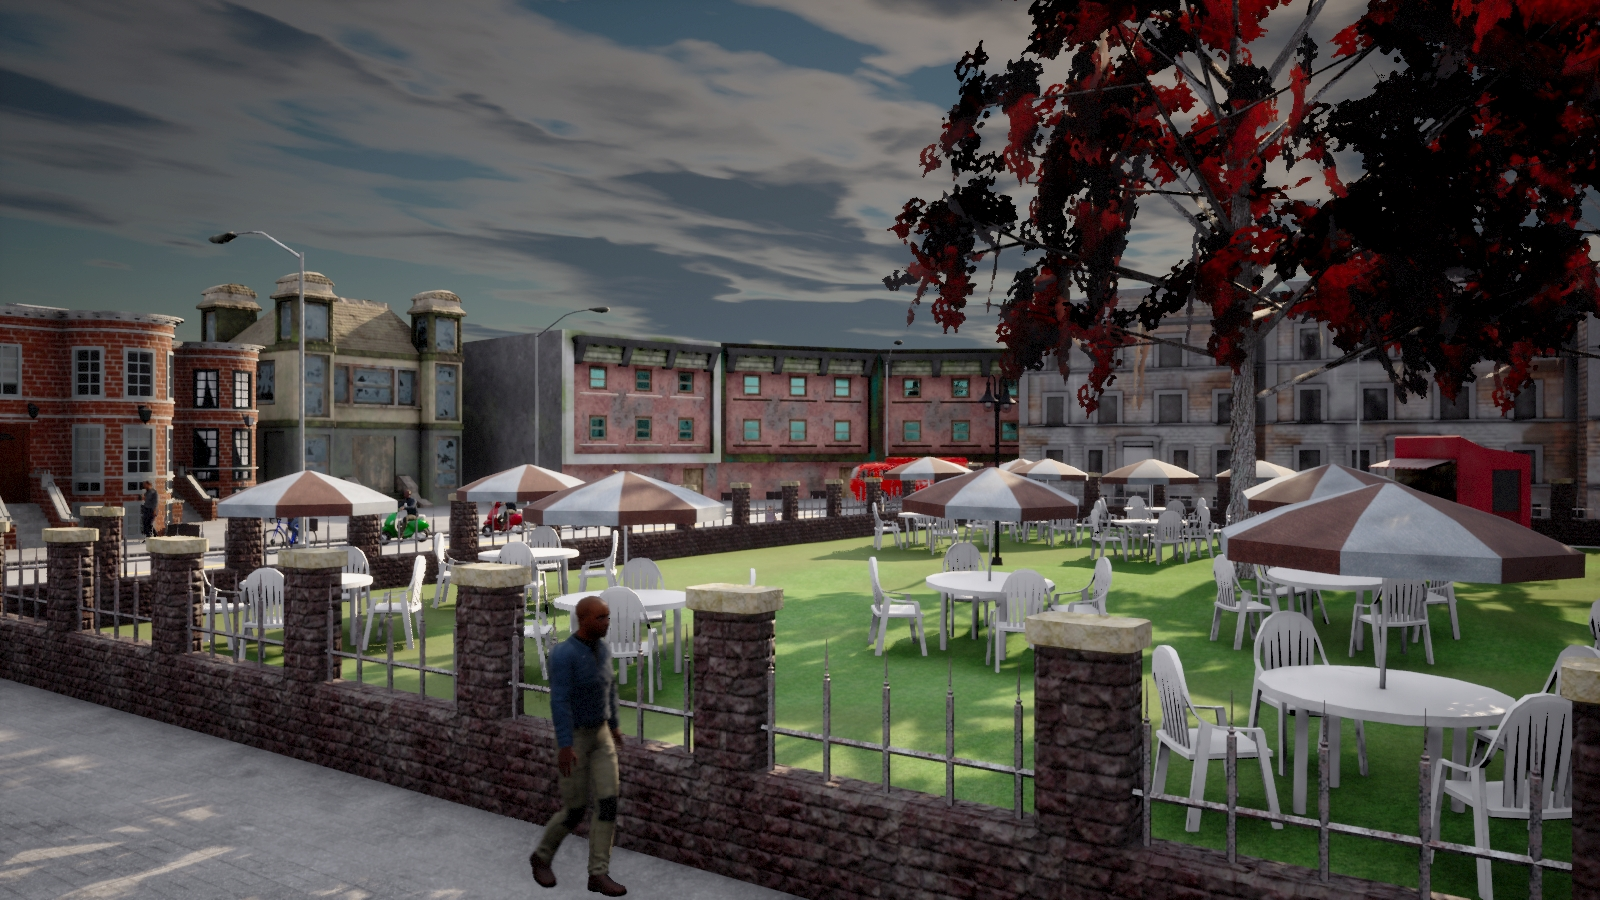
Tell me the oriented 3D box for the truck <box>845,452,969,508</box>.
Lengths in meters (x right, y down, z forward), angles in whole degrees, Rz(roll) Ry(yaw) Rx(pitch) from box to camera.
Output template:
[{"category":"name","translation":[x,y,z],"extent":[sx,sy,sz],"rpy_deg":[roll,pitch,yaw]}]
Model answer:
[{"category":"truck","translation":[4.854,1.338,52.282],"extent":[5.204,2.467,2.627],"rpy_deg":[0,-1,-7]}]

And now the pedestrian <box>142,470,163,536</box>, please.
[{"category":"pedestrian","translation":[-18.564,1.512,32.735],"extent":[0.375,1.860,0.375],"rpy_deg":[0,0,26]}]

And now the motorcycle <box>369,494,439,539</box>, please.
[{"category":"motorcycle","translation":[-11.759,1.950,33.969],"extent":[0.856,1.236,1.805],"rpy_deg":[0,0,35]}]

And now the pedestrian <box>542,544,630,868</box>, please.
[{"category":"pedestrian","translation":[-1.302,1.522,6.963],"extent":[0.375,1.860,0.375],"rpy_deg":[0,0,35]}]

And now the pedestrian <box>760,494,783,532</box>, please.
[{"category":"pedestrian","translation":[-0.854,1.895,34.279],"extent":[0.500,1.100,0.500],"rpy_deg":[0,0,33]}]
